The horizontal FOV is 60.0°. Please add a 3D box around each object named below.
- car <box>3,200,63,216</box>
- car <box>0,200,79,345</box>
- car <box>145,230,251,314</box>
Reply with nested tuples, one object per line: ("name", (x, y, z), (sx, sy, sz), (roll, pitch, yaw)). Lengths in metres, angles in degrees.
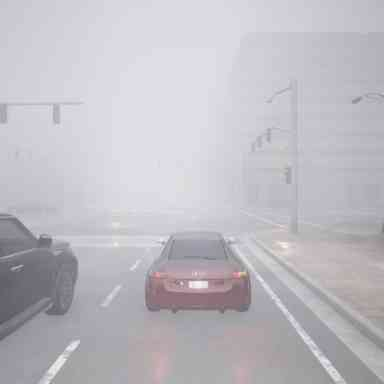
("car", (-15.114, 1.507, 31.770), (4.892, 1.490, 1.837), (0, 0, 0))
("car", (-3.397, 1.222, 4.396), (2.150, 2.045, 5.566), (0, 0, 1))
("car", (0.113, 1.564, 7.722), (1.994, 1.385, 4.181), (0, 0, 0))
